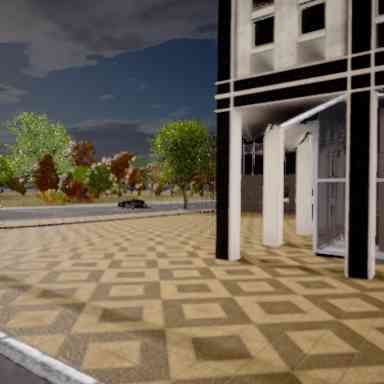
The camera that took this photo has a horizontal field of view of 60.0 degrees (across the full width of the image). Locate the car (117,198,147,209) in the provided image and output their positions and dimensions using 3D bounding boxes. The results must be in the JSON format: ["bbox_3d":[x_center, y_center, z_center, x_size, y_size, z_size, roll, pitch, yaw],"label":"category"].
[{"bbox_3d":[-8.268,1.548,46.026,1.994,1.385,4.181,1,1,38],"label":"car"}]
